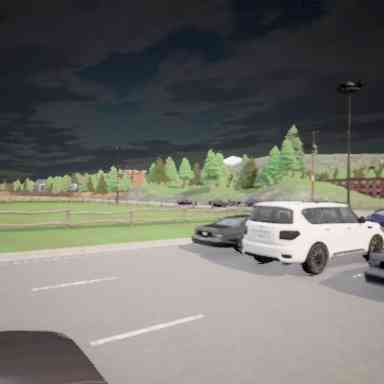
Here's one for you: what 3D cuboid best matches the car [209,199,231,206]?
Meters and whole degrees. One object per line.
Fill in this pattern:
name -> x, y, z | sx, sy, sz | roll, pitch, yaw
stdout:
car -> 5.559, 2.114, 66.770 | 1.895, 1.301, 4.718 | 1, 0, -36

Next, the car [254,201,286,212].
car -> 11.022, 1.995, 47.297 | 1.994, 1.385, 4.181 | 1, 0, -36

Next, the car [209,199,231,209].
car -> 5.172, 1.908, 55.311 | 1.882, 1.535, 5.008 | 1, -1, -36

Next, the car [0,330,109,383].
car -> -3.046, 1.527, 1.573 | 5.357, 1.411, 2.033 | 1, -1, -36

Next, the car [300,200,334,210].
car -> 19.812, 2.061, 53.072 | 1.837, 1.490, 4.892 | 1, 0, -36

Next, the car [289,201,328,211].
car -> 17.540, 2.062, 50.244 | 2.033, 1.411, 5.357 | 1, 0, -36

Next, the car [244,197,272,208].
car -> 11.521, 1.866, 58.506 | 2.097, 1.767, 4.553 | 1, 0, -36

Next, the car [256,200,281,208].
car -> 14.013, 2.119, 61.048 | 1.994, 1.385, 4.181 | 1, 0, -36

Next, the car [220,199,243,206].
car -> 8.150, 2.150, 69.182 | 1.895, 1.301, 4.718 | 1, 0, -36

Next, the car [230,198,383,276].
car -> 4.142, 1.338, 11.002 | 5.566, 2.045, 2.150 | 1, 0, -35

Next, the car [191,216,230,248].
car -> 2.532, 1.668, 14.155 | 5.357, 1.411, 2.033 | 1, 0, -36

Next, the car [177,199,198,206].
car -> -0.777, 2.031, 63.509 | 1.895, 1.301, 4.718 | 1, 0, -36

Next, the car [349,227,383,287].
car -> 6.425, 1.666, 8.336 | 5.357, 1.411, 2.033 | 1, 0, -36
